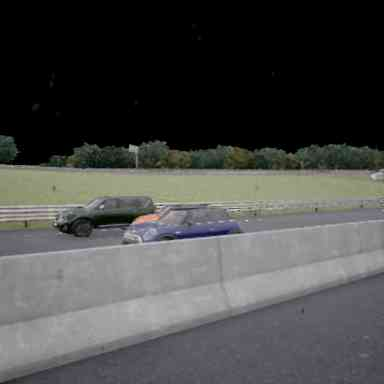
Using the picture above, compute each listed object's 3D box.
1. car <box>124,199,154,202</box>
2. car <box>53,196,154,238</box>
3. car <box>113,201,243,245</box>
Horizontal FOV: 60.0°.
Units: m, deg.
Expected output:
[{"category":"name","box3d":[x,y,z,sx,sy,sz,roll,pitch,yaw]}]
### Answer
[{"category":"car","box3d":[-0.694,1.370,16.405,4.553,1.767,2.097,0,0,-36]},{"category":"car","box3d":[-4.463,1.236,18.010,5.566,2.045,2.150,0,0,-36]},{"category":"car","box3d":[-0.276,1.368,12.400,4.553,1.767,2.097,0,0,-36]}]
